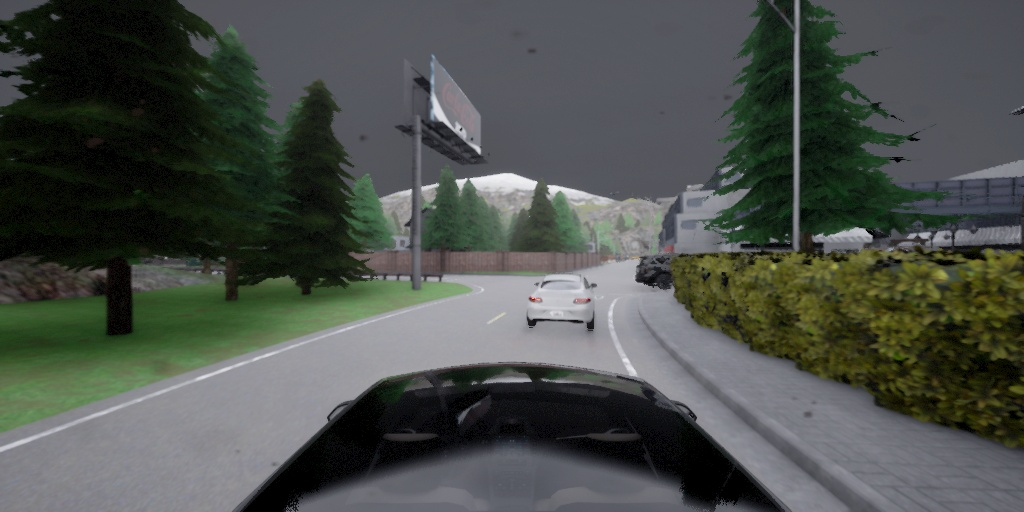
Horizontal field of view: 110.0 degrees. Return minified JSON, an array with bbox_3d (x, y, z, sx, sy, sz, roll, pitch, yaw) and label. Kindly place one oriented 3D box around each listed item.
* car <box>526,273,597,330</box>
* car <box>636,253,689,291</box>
[{"bbox_3d":[1.622,1.260,11.120,1.812,1.442,4.674,0,0,13],"label":"car"},{"bbox_3d":[10.310,0.866,21.425,5.566,2.045,2.150,-3,-2,4],"label":"car"}]
